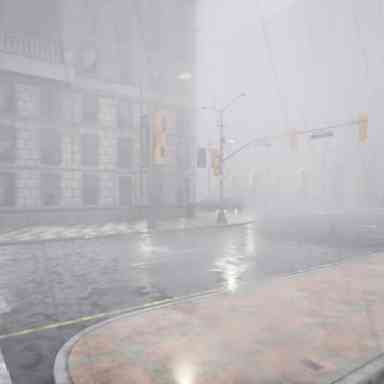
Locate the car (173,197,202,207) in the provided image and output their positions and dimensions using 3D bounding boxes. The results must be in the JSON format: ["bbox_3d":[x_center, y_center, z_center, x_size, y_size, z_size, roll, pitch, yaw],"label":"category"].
[{"bbox_3d":[-0.800,1.547,52.627,2.033,1.411,5.357,0,0,-35],"label":"car"}]

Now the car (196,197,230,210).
[{"bbox_3d":[2.325,1.564,42.249,1.994,1.385,4.181,0,0,-36],"label":"car"}]

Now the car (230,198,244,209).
[{"bbox_3d":[4.886,1.505,44.682,1.837,1.490,4.892,0,0,-36],"label":"car"}]
